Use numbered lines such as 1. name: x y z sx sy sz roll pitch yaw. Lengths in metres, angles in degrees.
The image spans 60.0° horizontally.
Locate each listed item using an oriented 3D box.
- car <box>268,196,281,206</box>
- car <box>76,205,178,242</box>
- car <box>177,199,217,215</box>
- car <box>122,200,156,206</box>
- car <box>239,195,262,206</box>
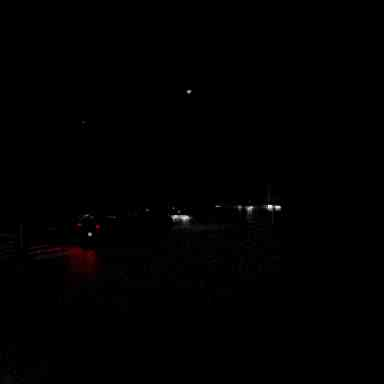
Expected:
1. car: 12.871 1.314 49.638 1.994 1.385 4.181 0 0 35
2. car: -3.039 1.511 16.086 1.895 1.301 4.718 0 0 38
3. car: 0.353 1.390 32.092 2.033 1.411 5.357 0 0 35
4. car: -4.931 1.426 30.249 1.994 1.385 4.181 0 0 35
5. car: 8.799 1.265 49.552 1.837 1.490 4.892 0 0 36
